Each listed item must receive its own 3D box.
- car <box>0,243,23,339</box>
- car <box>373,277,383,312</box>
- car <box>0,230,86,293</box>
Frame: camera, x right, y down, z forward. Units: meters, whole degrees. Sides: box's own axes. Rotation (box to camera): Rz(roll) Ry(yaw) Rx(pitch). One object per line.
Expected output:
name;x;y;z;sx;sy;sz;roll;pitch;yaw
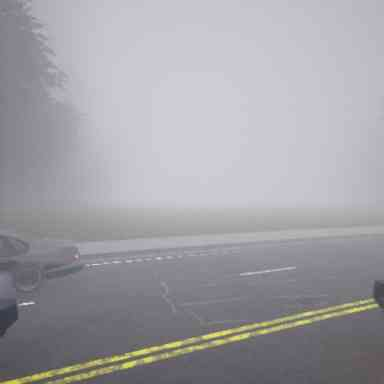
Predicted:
car;-4.849;1.626;4.156;4.718;1.301;1.895;0;0;-30
car;5.459;1.640;5.707;4.718;1.301;1.895;0;-1;-26
car;-5.314;1.598;7.652;5.357;1.411;2.033;0;-1;-30
